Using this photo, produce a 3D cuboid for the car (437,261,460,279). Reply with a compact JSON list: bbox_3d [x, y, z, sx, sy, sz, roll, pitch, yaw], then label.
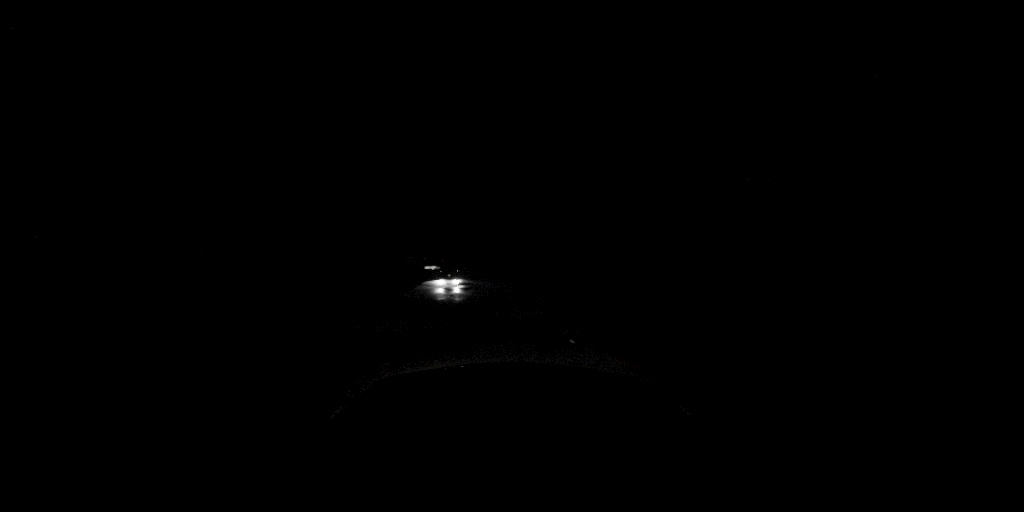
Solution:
[{"bbox_3d":[-5.963,1.444,34.095,1.895,1.301,4.718,-1,0,-10],"label":"car"}]
